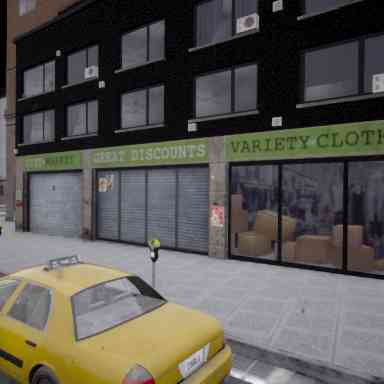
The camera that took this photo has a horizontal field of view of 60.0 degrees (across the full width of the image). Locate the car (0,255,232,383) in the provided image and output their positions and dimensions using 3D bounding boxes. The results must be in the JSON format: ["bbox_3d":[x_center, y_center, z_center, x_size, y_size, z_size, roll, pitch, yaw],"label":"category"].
[{"bbox_3d":[-1.855,1.524,4.416,4.829,1.417,1.752,0,1,36],"label":"car"}]

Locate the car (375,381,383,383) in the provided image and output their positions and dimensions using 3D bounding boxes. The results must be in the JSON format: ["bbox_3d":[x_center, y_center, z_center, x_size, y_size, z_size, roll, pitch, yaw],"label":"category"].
[{"bbox_3d":[2.829,1.551,1.071,4.403,1.369,2.008,0,1,36],"label":"car"}]
